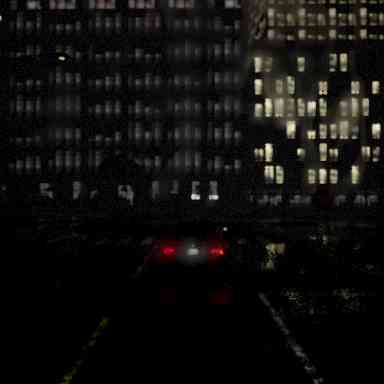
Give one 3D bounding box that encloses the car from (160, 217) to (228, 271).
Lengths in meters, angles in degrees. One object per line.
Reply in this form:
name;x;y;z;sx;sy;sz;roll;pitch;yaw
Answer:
car;0.172;1.525;10.778;2.033;1.411;5.357;0;0;3
